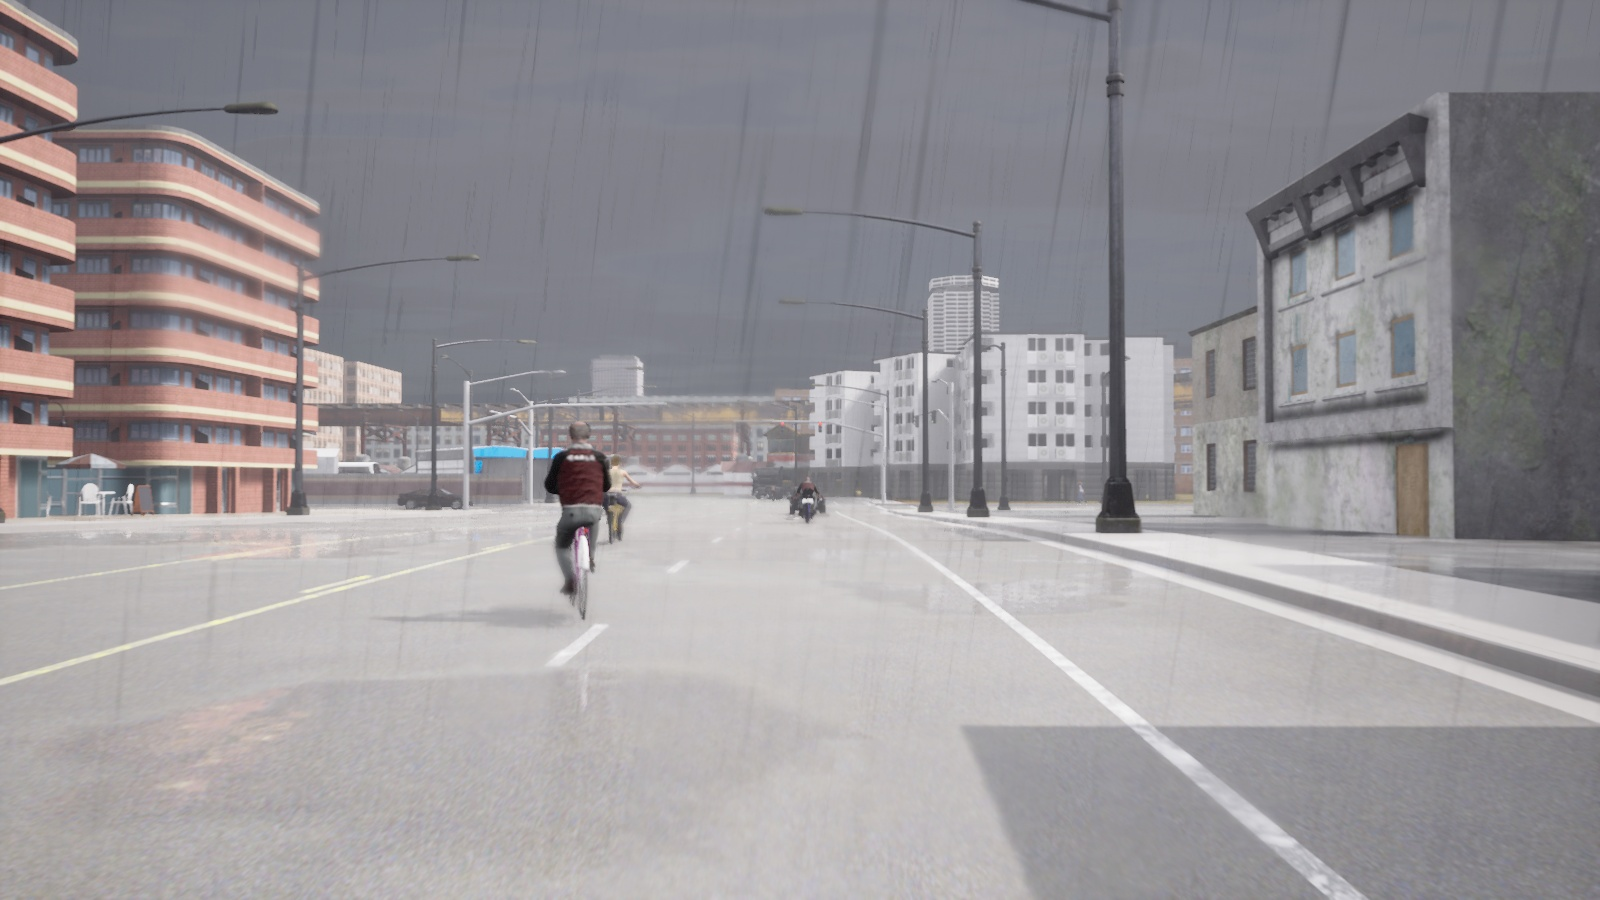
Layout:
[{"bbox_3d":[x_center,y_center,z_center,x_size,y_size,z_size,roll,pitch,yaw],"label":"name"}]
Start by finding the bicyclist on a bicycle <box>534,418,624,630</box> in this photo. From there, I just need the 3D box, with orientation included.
[{"bbox_3d":[-2.061,0.626,11.526,0.659,1.776,1.843,0,0,-15],"label":"bicyclist on a bicycle"}]

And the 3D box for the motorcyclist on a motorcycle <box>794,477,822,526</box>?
[{"bbox_3d":[0.249,1.668,40.504,0.866,1.530,2.191,0,-2,0],"label":"motorcyclist on a motorcycle"}]

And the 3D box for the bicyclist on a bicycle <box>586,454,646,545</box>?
[{"bbox_3d":[-3.357,0.902,23.010,0.866,1.612,1.509,0,-2,1],"label":"bicyclist on a bicycle"}]

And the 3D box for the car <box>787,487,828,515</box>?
[{"bbox_3d":[0.414,2.766,68.396,2.163,1.488,4.792,0,-2,0],"label":"car"}]

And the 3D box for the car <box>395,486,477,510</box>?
[{"bbox_3d":[-24.591,3.246,85.053,5.008,1.535,1.882,0,-1,-2],"label":"car"}]
